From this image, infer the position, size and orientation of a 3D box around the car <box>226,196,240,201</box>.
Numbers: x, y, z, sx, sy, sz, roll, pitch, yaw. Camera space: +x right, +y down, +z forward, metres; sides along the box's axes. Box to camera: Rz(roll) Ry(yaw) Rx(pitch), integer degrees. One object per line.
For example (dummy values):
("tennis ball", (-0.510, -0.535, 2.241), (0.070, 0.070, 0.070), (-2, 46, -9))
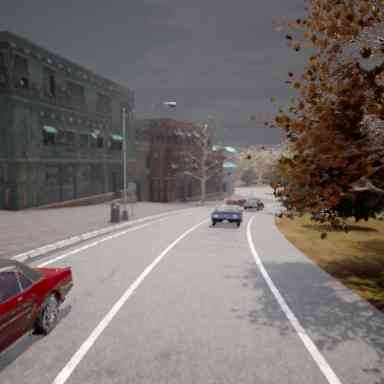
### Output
("car", (6.111, 1.383, 46.388), (1.882, 1.535, 5.008), (2, 0, 23))

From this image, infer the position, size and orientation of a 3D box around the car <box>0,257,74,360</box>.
("car", (-3.183, 1.577, 3.905), (1.895, 1.301, 4.718), (0, 0, 2))

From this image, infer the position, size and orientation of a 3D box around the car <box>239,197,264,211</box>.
("car", (7.717, 1.546, 41.261), (2.033, 1.411, 5.357), (2, 0, 21))

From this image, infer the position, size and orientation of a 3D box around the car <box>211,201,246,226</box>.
("car", (2.506, 1.546, 22.883), (1.895, 1.301, 4.718), (1, 0, 11))
